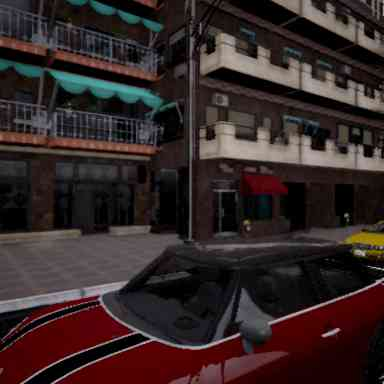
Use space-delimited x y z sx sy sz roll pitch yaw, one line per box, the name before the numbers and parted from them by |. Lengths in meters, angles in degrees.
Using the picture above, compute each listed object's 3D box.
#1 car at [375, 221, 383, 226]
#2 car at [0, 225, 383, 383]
car | 7.141 1.566 11.651 4.829 1.417 1.752 0 0 -36
car | 0.270 1.360 3.569 4.553 1.767 2.097 0 0 -35
